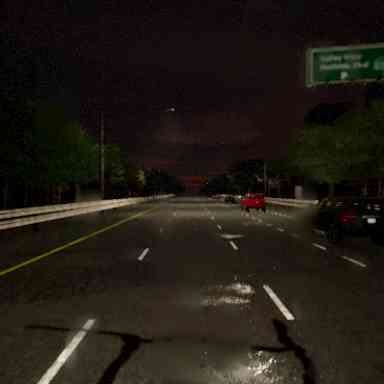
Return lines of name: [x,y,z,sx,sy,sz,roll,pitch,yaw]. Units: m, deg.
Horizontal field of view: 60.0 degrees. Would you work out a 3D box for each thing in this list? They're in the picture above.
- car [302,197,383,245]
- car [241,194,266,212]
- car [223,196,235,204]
car: [7.008,1.222,15.659,2.150,2.045,5.566,0,0,0]
car: [7.025,1.223,38.493,2.150,2.045,5.566,0,0,0]
car: [7.042,1.515,63.073,1.837,1.490,4.892,0,0,0]
